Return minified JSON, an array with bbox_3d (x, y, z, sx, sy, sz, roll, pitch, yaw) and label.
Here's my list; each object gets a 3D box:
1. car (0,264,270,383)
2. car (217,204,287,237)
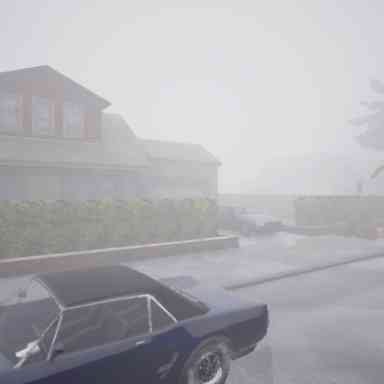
[{"bbox_3d":[-1.428,1.601,3.578,4.718,1.301,1.895,0,0,-35],"label":"car"},{"bbox_3d":[2.235,1.356,16.975,2.033,1.415,5.357,0,0,-33],"label":"car"}]
